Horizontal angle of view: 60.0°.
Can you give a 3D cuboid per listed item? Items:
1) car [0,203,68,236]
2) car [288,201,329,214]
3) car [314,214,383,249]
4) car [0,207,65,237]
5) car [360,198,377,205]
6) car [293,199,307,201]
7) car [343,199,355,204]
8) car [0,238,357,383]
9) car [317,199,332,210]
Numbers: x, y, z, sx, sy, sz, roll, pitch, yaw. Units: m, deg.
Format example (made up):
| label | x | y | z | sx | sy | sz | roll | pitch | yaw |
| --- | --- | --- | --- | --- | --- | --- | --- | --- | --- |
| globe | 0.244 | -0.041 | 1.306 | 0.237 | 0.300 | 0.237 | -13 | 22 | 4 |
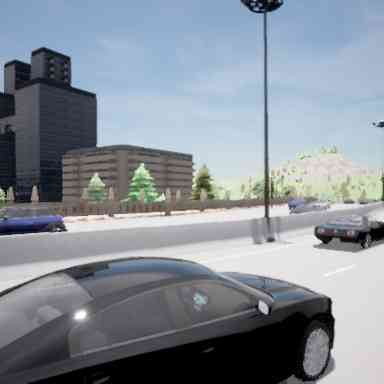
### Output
| label | x | y | z | sx | sy | sz | roll | pitch | yaw |
| --- | --- | --- | --- | --- | --- | --- | --- | --- | --- |
| car | -8.326 | 1.428 | 15.482 | 4.553 | 1.767 | 2.097 | 0 | 0 | -38 |
| car | 9.873 | 1.698 | 28.497 | 1.994 | 1.385 | 4.181 | 0 | 0 | 39 |
| car | 7.425 | 1.658 | 15.001 | 4.718 | 1.301 | 1.895 | 0 | 0 | -44 |
| car | -9.647 | 1.658 | 18.863 | 4.181 | 1.385 | 1.994 | 0 | 0 | -39 |
| car | 32.418 | 1.818 | 60.382 | 2.033 | 1.411 | 5.357 | 0 | 0 | 35 |
| car | 15.560 | 1.731 | 48.440 | 1.882 | 1.535 | 5.008 | 0 | 0 | 35 |
| car | 38.526 | 2.379 | 81.526 | 1.994 | 1.385 | 4.181 | 0 | -3 | 35 |
| car | -0.355 | 1.494 | 3.733 | 5.008 | 1.535 | 1.882 | 0 | 0 | -37 |
| car | 17.766 | 1.751 | 45.480 | 1.812 | 1.442 | 4.674 | 0 | 0 | 35 |
